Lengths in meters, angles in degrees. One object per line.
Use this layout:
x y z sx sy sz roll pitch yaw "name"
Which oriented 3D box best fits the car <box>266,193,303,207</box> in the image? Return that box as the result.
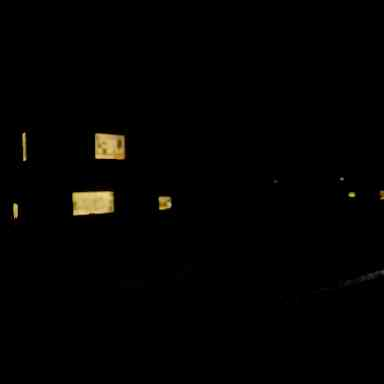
9.236 1.201 35.107 2.150 2.045 5.566 -2 1 -33 "car"
